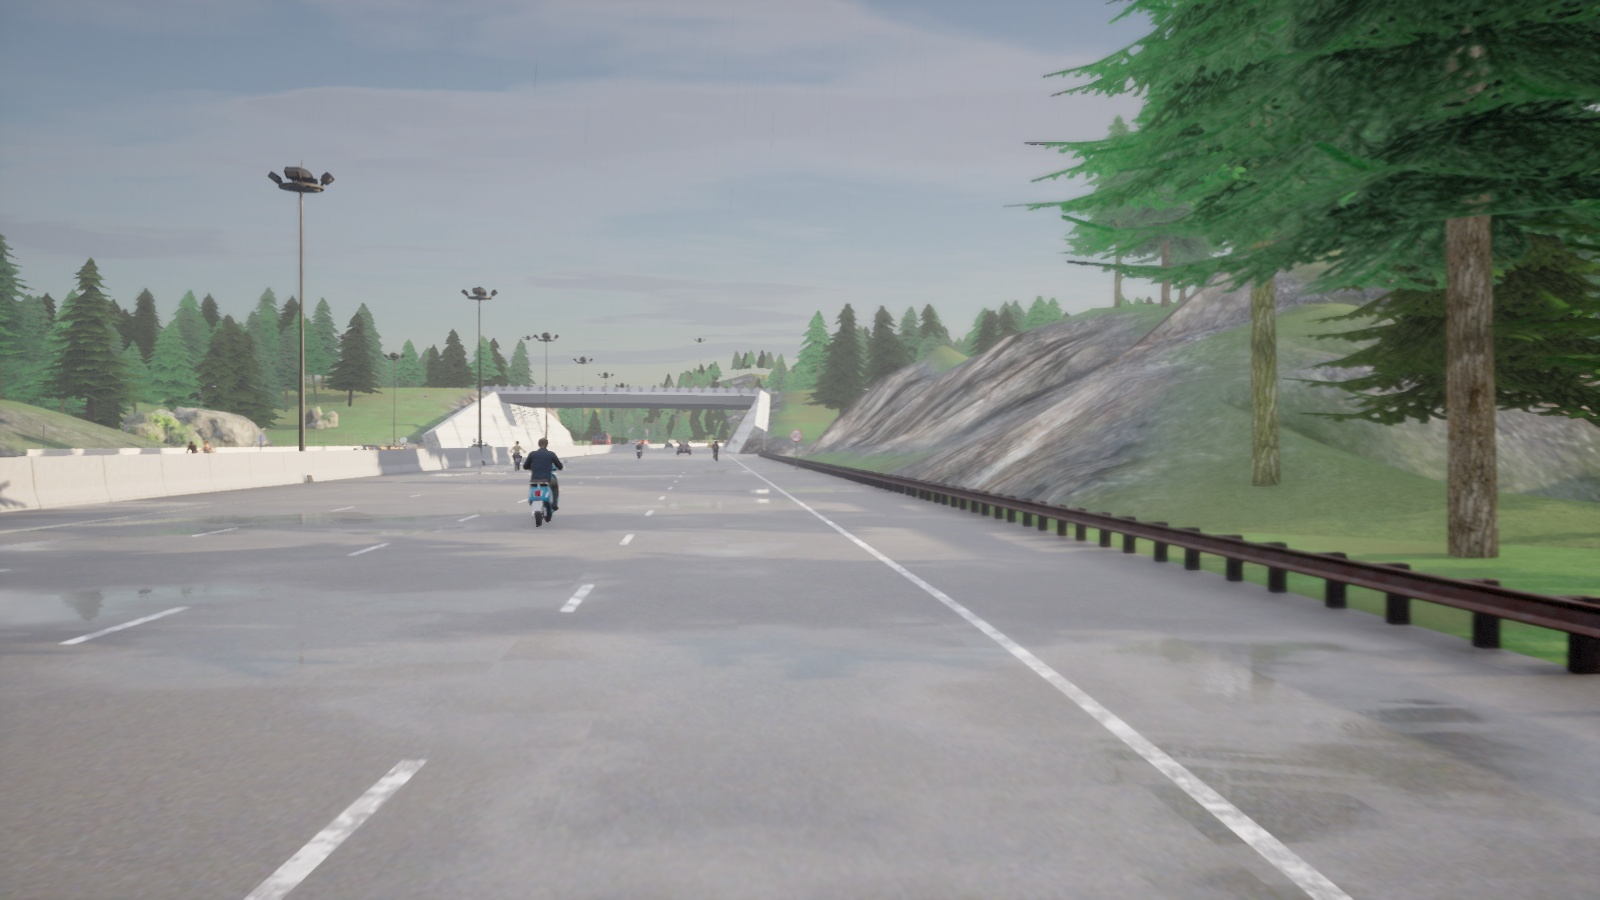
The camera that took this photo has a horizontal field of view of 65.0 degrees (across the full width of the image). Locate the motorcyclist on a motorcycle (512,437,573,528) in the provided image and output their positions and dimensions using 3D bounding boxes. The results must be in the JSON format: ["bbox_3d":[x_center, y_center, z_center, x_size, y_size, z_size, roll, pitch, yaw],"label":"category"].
[{"bbox_3d":[-4.669,0.564,22.885,0.866,1.590,1.817,0,0,-4],"label":"motorcyclist on a motorcycle"}]
